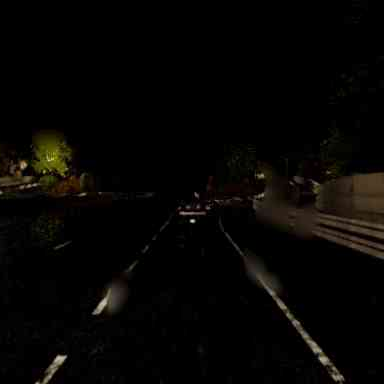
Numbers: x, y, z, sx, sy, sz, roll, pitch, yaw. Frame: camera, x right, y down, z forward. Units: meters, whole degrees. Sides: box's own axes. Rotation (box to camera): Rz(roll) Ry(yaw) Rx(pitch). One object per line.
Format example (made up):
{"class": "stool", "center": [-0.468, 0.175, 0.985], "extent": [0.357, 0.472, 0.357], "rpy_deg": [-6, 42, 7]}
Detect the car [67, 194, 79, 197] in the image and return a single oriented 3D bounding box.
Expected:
{"class": "car", "center": [-27.999, 1.114, 78.796], "extent": [1.895, 1.301, 4.718], "rpy_deg": [0, 0, 0]}

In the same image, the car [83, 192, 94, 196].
{"class": "car", "center": [-24.499, 0.996, 78.825], "extent": [1.882, 1.535, 5.008], "rpy_deg": [0, 0, 0]}

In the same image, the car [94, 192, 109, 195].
{"class": "car", "center": [-20.999, 0.997, 78.825], "extent": [1.882, 1.535, 5.008], "rpy_deg": [0, 0, 0]}

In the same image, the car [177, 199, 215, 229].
{"class": "car", "center": [0.121, 1.362, 20.645], "extent": [2.128, 1.511, 4.902], "rpy_deg": [0, 0, 2]}

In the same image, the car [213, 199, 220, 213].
{"class": "car", "center": [1.787, 1.390, 35.155], "extent": [1.994, 1.385, 4.181], "rpy_deg": [0, 0, 11]}

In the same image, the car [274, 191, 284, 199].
{"class": "car", "center": [22.963, 1.302, 88.207], "extent": [1.994, 1.385, 4.181], "rpy_deg": [0, 3, 20]}
